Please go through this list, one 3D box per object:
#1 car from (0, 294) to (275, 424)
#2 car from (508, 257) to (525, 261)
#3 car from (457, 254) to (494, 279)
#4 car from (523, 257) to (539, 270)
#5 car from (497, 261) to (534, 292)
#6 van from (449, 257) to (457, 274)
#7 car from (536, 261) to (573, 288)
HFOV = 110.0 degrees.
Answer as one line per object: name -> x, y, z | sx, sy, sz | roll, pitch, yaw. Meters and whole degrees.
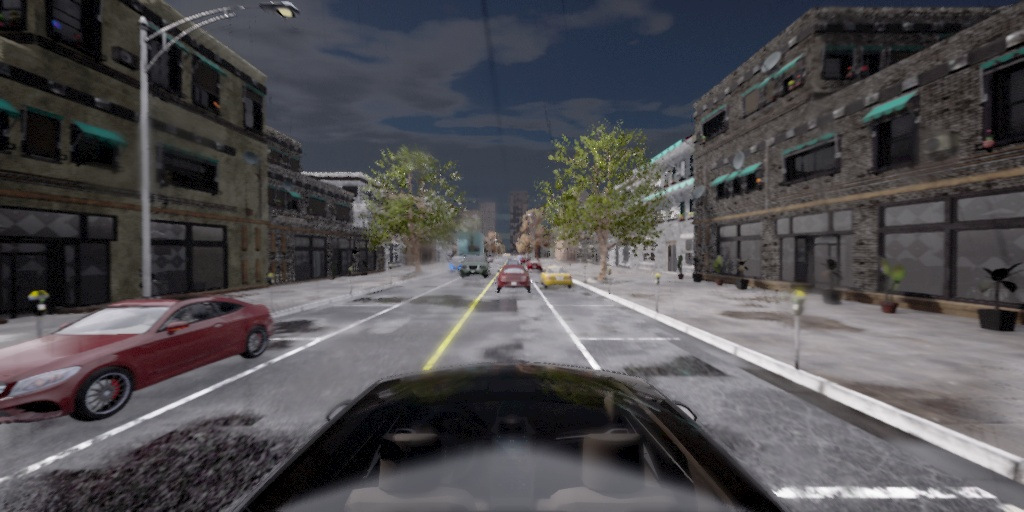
car -> -5.685, 1.318, 5.740 | 1.802, 1.307, 4.207 | 0, 0, 0
car -> 0.109, 1.170, 41.073 | 1.994, 1.385, 4.181 | 0, 0, 0
car -> -3.066, 0.865, 30.981 | 2.150, 2.045, 5.566 | 0, 0, 0
car -> 2.705, 1.138, 44.546 | 1.888, 1.381, 4.507 | 0, 0, 0
car -> 0.099, 1.207, 20.420 | 1.812, 1.442, 4.674 | 0, 0, 0
van -> -5.677, 0.955, 39.004 | 1.690, 1.789, 3.998 | 0, 0, 0
car -> 2.700, 1.200, 22.540 | 1.751, 1.417, 4.829 | 0, 0, 0
